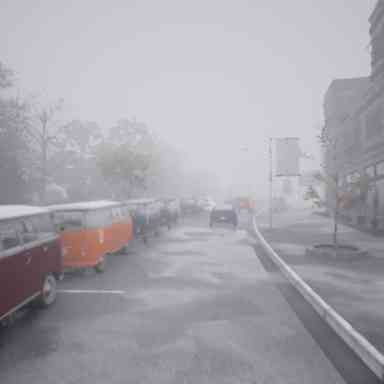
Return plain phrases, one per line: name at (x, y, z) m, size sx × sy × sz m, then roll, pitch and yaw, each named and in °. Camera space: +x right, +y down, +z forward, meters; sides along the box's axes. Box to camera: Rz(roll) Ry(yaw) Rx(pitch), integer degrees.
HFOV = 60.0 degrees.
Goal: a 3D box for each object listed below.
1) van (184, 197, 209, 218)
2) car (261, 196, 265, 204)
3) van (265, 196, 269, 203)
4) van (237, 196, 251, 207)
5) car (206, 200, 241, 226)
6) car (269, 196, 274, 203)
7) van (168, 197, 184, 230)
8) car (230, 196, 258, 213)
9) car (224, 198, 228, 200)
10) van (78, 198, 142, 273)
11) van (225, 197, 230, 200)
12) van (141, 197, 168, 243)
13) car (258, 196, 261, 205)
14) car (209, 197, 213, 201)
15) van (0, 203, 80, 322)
van at (0.146, 1.499, 32.970) m, size 1.878 × 1.987 × 4.442 m, roll -2°, pitch 0°, yaw 11°
car at (14.385, 2.153, 74.864) m, size 2.231 × 1.521 × 4.892 m, roll -1°, pitch 0°, yaw 20°
van at (16.456, 1.998, 80.161) m, size 1.878 × 1.987 × 4.442 m, roll -1°, pitch -1°, yaw 24°
van at (10.012, 1.825, 63.667) m, size 1.878 × 1.987 × 4.442 m, roll -1°, pitch 0°, yaw 19°
car at (2.452, 1.616, 24.641) m, size 1.882 × 1.535 × 5.008 m, roll 0°, pitch -1°, yaw 10°
car at (20.444, 2.356, 90.378) m, size 2.002 × 1.452 × 4.674 m, roll -1°, pitch -1°, yaw 22°
van at (-1.959, 1.380, 21.985) m, size 1.878 × 1.987 × 4.442 m, roll -2°, pitch 0°, yaw 7°
car at (6.671, 1.549, 42.463) m, size 2.150 × 2.045 × 5.566 m, roll -1°, pitch -1°, yaw 16°
car at (3.009, 1.890, 43.653) m, size 2.002 × 1.452 × 4.674 m, roll -1°, pitch 0°, yaw 16°
van at (-3.220, 1.295, 10.887) m, size 1.878 × 1.987 × 4.442 m, roll -2°, pitch 0°, yaw 5°
van at (6.535, 1.735, 54.343) m, size 1.878 × 1.987 × 4.442 m, roll -1°, pitch 0°, yaw 19°
van at (-2.680, 1.333, 16.452) m, size 1.878 × 1.987 × 4.442 m, roll -2°, pitch 0°, yaw 6°
car at (12.380, 2.136, 69.731) m, size 2.163 × 1.488 × 4.792 m, roll -1°, pitch 0°, yaw 20°
car at (1.474, 1.538, 38.311) m, size 2.435 × 2.045 × 5.566 m, roll -2°, pitch 0°, yaw 13°
van at (-3.568, 1.266, 5.303) m, size 1.878 × 1.987 × 4.442 m, roll -2°, pitch 0°, yaw 0°
